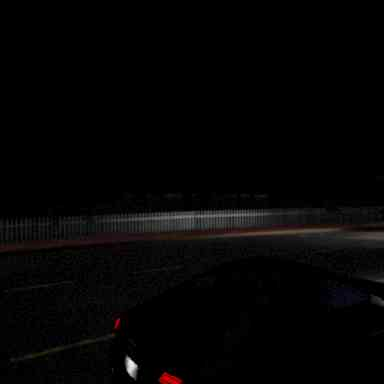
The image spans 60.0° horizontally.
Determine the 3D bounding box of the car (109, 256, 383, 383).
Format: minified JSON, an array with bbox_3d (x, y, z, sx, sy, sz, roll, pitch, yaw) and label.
[{"bbox_3d":[1.177,1.524,4.023,4.181,1.385,1.994,-1,1,-30],"label":"car"}]
